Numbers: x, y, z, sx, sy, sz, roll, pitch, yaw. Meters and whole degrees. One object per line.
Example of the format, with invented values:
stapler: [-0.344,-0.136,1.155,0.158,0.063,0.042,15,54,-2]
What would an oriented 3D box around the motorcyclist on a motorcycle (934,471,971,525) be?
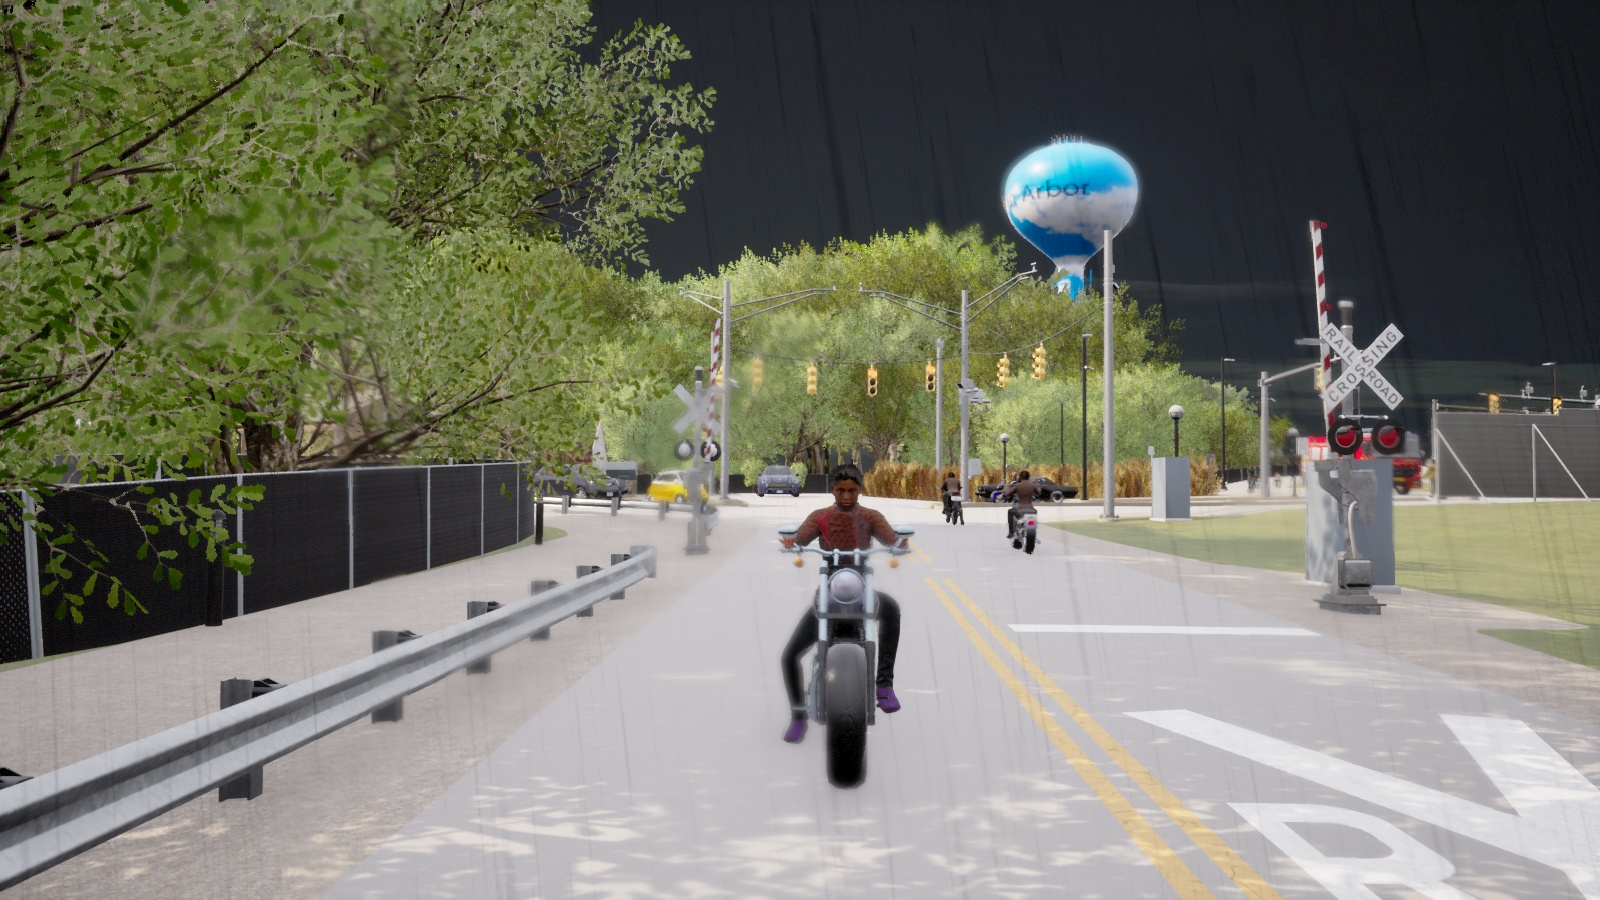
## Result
motorcyclist on a motorcycle: [4.417,1.370,36.557,0.797,1.523,2.044,1,-1,-1]

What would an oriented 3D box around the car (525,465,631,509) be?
car: [-7.953,1.329,44.831,3.633,1.501,1.845,-1,-3,41]

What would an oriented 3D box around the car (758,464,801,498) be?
car: [-1.129,1.609,66.482,2.097,1.767,4.553,0,-1,-3]

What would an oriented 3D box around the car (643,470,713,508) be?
car: [-4.658,1.502,47.847,2.207,1.376,1.481,-2,-3,34]

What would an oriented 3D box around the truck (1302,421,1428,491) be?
truck: [32.600,0.410,72.909,2.891,3.827,8.468,0,-1,-5]

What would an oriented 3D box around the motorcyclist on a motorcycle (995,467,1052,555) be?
motorcyclist on a motorcycle: [4.418,1.178,24.951,0.766,1.649,2.350,0,-1,2]

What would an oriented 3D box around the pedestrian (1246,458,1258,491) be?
pedestrian: [25.963,1.419,72.082,0.353,1.847,0.614,0,-3,-10]

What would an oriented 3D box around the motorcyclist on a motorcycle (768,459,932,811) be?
motorcyclist on a motorcycle: [0.269,0.884,7.085,0.766,1.649,2.350,0,-1,2]

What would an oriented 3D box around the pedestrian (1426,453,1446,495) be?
pedestrian: [28.139,1.062,55.560,0.431,1.840,0.709,0,-3,-3]

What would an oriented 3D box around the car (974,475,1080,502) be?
car: [10.903,1.856,60.602,4.718,1.301,1.895,0,-1,-4]

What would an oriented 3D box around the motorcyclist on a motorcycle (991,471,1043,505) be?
motorcyclist on a motorcycle: [9.853,1.731,57.019,2.191,1.530,0.866,0,-1,-4]
